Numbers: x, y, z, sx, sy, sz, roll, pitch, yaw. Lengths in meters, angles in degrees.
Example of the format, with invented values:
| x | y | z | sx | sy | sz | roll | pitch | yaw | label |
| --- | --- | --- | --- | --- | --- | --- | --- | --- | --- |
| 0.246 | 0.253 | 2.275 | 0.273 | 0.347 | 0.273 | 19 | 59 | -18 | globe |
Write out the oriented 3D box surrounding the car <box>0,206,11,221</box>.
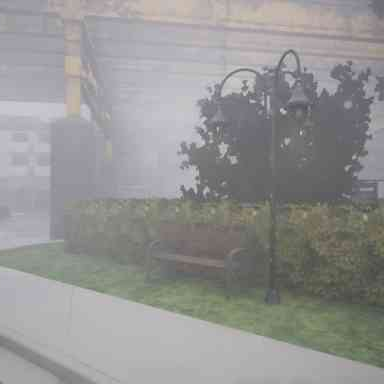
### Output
| x | y | z | sx | sy | sz | roll | pitch | yaw | label |
| --- | --- | --- | --- | --- | --- | --- | --- | --- | --- |
| -16.155 | 1.481 | 24.476 | 5.008 | 1.535 | 1.882 | 0 | 0 | -9 | car |
